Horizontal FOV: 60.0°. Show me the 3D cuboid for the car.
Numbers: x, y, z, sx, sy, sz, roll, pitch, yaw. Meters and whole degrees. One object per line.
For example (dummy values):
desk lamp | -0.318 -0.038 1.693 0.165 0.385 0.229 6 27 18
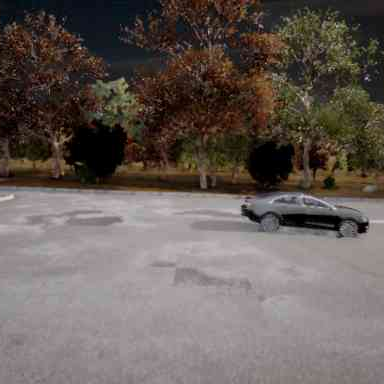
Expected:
car | 4.364 0.782 13.149 4.902 1.511 2.128 4 5 3
